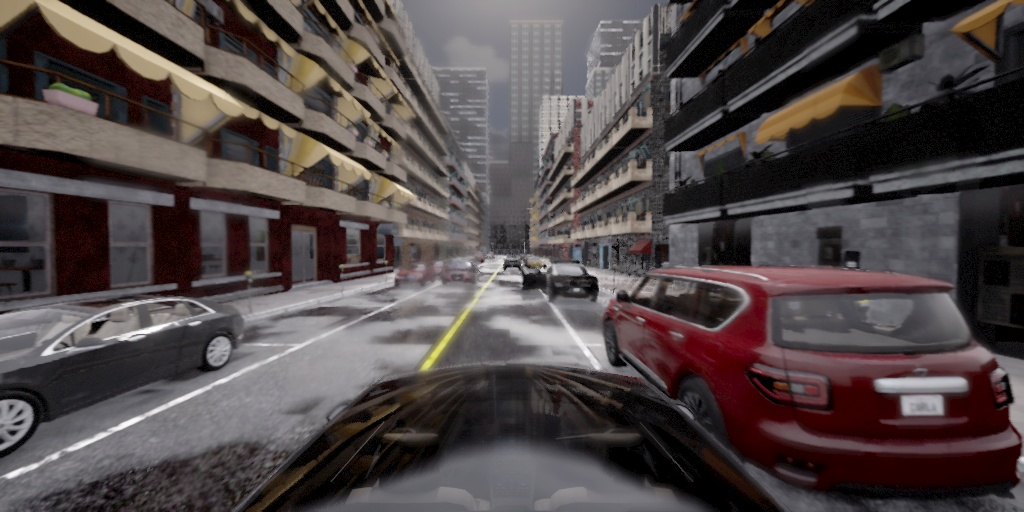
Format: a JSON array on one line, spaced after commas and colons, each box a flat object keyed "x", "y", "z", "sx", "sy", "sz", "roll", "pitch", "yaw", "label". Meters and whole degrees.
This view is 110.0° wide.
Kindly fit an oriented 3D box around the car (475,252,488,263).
[{"x": -5.698, "y": 0.284, "z": 60.779, "sx": 2.192, "sy": 1.841, "sz": 5.009, "roll": 0, "pitch": 0, "yaw": 0, "label": "car"}]

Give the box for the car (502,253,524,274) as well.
[{"x": 0.036, "y": 0.761, "z": 39.049, "sx": 1.837, "sy": 1.490, "sz": 4.892, "roll": 0, "pitch": 1, "yaw": 1, "label": "car"}]

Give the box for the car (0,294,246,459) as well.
[{"x": -5.700, "y": 1.260, "z": 4.763, "sx": 2.007, "sy": 1.370, "sz": 4.403, "roll": 0, "pitch": 0, "yaw": 0, "label": "car"}]

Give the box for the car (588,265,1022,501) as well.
[{"x": 2.688, "y": 1.025, "z": 4.736, "sx": 2.192, "sy": 1.841, "sz": 5.009, "roll": 0, "pitch": 0, "yaw": 0, "label": "car"}]

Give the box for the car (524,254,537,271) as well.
[{"x": 2.684, "y": 0.716, "z": 44.116, "sx": 1.751, "sy": 1.417, "sz": 4.829, "roll": 0, "pitch": 0, "yaw": 0, "label": "car"}]

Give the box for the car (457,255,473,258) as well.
[{"x": -5.696, "y": 0.815, "z": 38.373, "sx": 2.007, "sy": 1.370, "sz": 4.403, "roll": 0, "pitch": 0, "yaw": 0, "label": "car"}]

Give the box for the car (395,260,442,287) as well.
[{"x": -5.694, "y": 1.069, "z": 21.568, "sx": 1.802, "sy": 1.307, "sz": 4.207, "roll": 0, "pitch": 0, "yaw": 0, "label": "car"}]

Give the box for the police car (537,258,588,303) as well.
[{"x": 2.364, "y": 0.990, "z": 15.669, "sx": 1.930, "sy": 1.638, "sz": 5.238, "roll": 0, "pitch": 1, "yaw": 0, "label": "police car"}]

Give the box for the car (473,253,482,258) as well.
[{"x": -5.697, "y": 0.667, "z": 49.576, "sx": 2.007, "sy": 1.370, "sz": 4.403, "roll": 0, "pitch": 0, "yaw": 0, "label": "car"}]

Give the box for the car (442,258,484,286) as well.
[{"x": -3.095, "y": 1.040, "z": 22.338, "sx": 1.994, "sy": 1.385, "sz": 4.181, "roll": 0, "pitch": 1, "yaw": 0, "label": "car"}]
